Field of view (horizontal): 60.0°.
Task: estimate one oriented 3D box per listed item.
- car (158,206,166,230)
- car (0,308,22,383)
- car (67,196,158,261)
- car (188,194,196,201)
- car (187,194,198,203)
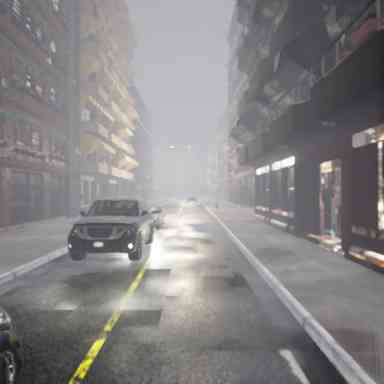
[{"bbox_3d":[-2.747,1.546,20.819,1.895,1.301,4.718,0,0,0],"label":"car"},{"bbox_3d":[-2.847,1.558,1.947,1.994,1.385,4.181,0,0,0],"label":"car"},{"bbox_3d":[-2.749,1.188,12.543,2.150,2.045,5.566,0,0,0],"label":"car"},{"bbox_3d":[0.010,1.201,76.683,1.812,1.442,4.674,0,0,0],"label":"car"},{"bbox_3d":[0.009,1.361,66.260,1.837,1.490,4.892,0,0,0],"label":"car"}]
